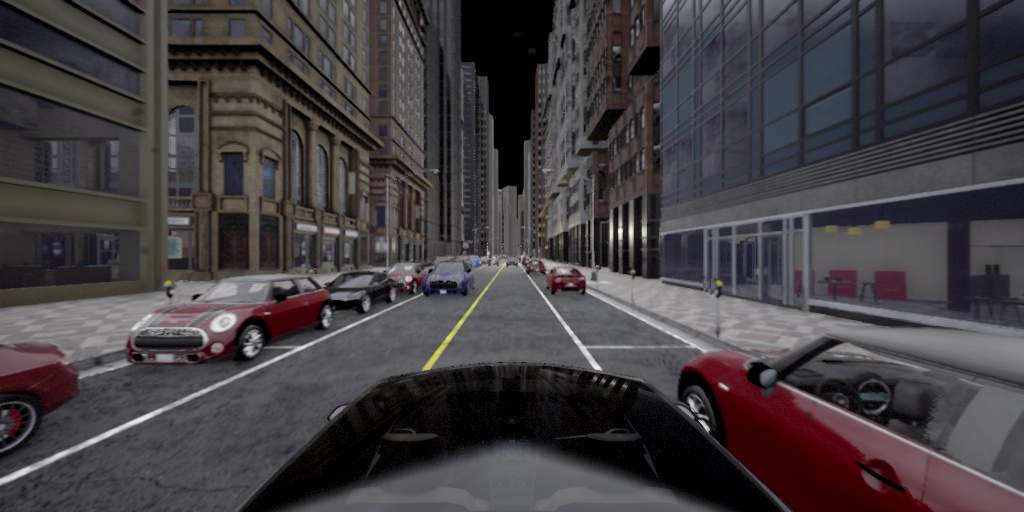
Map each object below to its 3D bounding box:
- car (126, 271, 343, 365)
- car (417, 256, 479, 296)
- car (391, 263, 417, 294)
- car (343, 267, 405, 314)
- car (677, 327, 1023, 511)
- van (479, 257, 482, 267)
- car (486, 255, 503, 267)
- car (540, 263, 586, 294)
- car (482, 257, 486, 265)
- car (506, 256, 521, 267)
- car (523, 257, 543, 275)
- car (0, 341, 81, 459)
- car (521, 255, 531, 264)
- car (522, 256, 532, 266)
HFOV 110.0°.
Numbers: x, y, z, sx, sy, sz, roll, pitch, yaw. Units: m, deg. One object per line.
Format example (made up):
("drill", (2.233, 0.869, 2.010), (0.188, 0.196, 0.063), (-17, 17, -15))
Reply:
("car", (-5.761, 1.158, 7.943), (1.967, 1.591, 4.097), (0, 0, 0))
("car", (-3.094, 1.019, 18.405), (2.097, 1.767, 4.553), (0, 0, 0))
("car", (-5.759, 1.103, 19.146), (1.967, 1.591, 4.097), (0, 0, 0))
("car", (-5.760, 1.257, 13.545), (1.948, 1.339, 4.313), (0, 0, 0))
("car", (2.764, 1.187, 2.350), (1.967, 1.591, 4.097), (0, 0, 0))
("van", (-5.752, 0.844, 52.756), (1.690, 1.789, 3.998), (0, 0, 0))
("car", (-3.036, 0.968, 58.967), (2.128, 1.511, 4.902), (0, 0, 1))
("car", (2.767, 1.209, 19.156), (1.888, 1.381, 4.507), (0, 0, 0))
("car", (-5.751, 1.004, 58.187), (1.751, 1.417, 4.829), (0, 0, 0))
("car", (0.012, 1.091, 55.726), (1.895, 1.301, 4.718), (0, 0, 0))
("car", (2.358, 1.107, 35.809), (1.812, 1.442, 4.674), (0, 0, 0))
("car", (-5.762, 1.329, 2.341), (1.802, 1.307, 4.207), (0, 0, 0))
("car", (2.773, 0.943, 52.768), (1.967, 1.591, 4.097), (0, 0, 0))
("car", (2.772, 1.079, 47.166), (2.007, 1.370, 4.403), (0, 0, 0))
